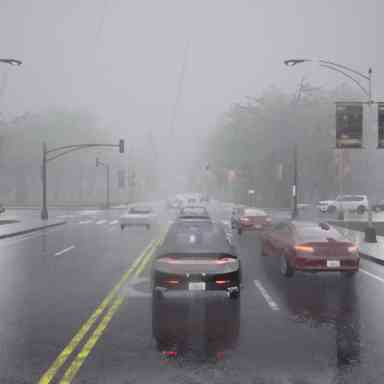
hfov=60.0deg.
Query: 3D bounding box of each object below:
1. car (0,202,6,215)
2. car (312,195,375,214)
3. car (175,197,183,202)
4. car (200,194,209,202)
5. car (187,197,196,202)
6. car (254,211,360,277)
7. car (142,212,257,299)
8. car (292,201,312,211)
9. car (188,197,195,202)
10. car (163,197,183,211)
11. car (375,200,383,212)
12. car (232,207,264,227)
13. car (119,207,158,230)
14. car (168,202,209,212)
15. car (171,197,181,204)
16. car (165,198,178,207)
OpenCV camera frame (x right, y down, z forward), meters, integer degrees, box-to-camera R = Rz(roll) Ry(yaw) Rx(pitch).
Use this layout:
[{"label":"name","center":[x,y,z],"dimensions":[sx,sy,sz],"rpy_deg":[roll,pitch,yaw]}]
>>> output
[{"label":"car","center":[-20.182,1.224,30.508],"dimensions":[5.566,2.045,2.150],"rpy_deg":[0,0,-1]},{"label":"car","center":[17.056,1.399,37.541],"dimensions":[5.566,2.045,2.150],"rpy_deg":[0,0,-1]},{"label":"car","center":[-3.367,1.929,85.490],"dimensions":[1.812,1.442,4.674],"rpy_deg":[0,-1,0]},{"label":"car","center":[3.138,1.642,82.558],"dimensions":[2.150,2.045,5.566],"rpy_deg":[0,-1,0]},{"label":"car","center":[-0.112,1.893,82.487],"dimensions":[1.882,1.535,5.008],"rpy_deg":[0,-1,0]},{"label":"car","center":[3.332,1.533,10.162],"dimensions":[1.812,1.442,4.674],"rpy_deg":[0,0,0]},{"label":"car","center":[0.088,1.496,8.444],"dimensions":[2.128,1.511,4.902],"rpy_deg":[0,0,0]},{"label":"car","center":[14.811,1.772,40.764],"dimensions":[4.718,1.301,1.895],"rpy_deg":[0,0,0]},{"label":"car","center":[-0.127,1.965,92.940],"dimensions":[1.994,1.385,4.181],"rpy_deg":[0,-1,0]},{"label":"car","center":[-2.563,1.589,43.002],"dimensions":[2.128,1.511,4.902],"rpy_deg":[0,-1,-13]},{"label":"car","center":[23.942,1.695,40.849],"dimensions":[5.008,1.535,1.882],"rpy_deg":[0,0,0]},{"label":"car","center":[3.335,1.555,18.970],"dimensions":[1.812,1.442,4.674],"rpy_deg":[0,0,1]},{"label":"car","center":[-3.380,1.639,21.656],"dimensions":[1.895,1.301,4.718],"rpy_deg":[0,0,0]},{"label":"car","center":[0.077,1.517,17.851],"dimensions":[2.128,1.511,4.902],"rpy_deg":[0,0,0]},{"label":"car","center":[-3.346,1.829,70.353],"dimensions":[2.033,1.411,5.357],"rpy_deg":[0,0,0]},{"label":"car","center":[-3.413,1.747,56.630],"dimensions":[1.994,1.385,4.181],"rpy_deg":[0,0,0]}]
